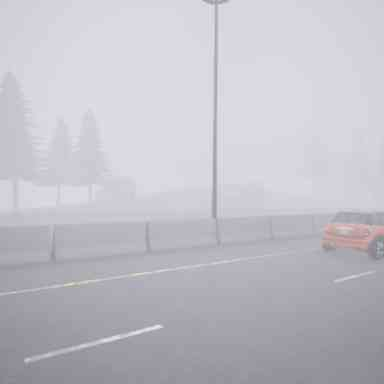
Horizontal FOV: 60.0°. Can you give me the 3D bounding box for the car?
[{"bbox_3d":[7.299,1.500,13.278,4.553,1.767,2.097,1,-1,-34],"label":"car"}]
